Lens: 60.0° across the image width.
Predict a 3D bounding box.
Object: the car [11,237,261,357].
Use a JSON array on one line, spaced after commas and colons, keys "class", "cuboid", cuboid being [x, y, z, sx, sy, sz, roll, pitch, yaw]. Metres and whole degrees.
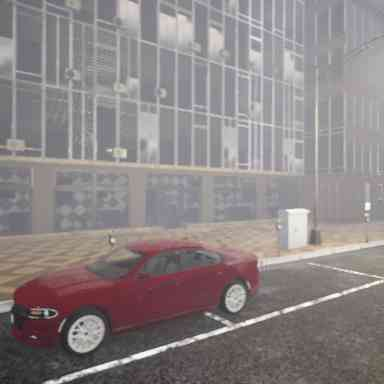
[{"class": "car", "cuboid": [-0.725, 1.564, 6.044, 4.507, 1.381, 1.887, 0, 0, -35]}]
